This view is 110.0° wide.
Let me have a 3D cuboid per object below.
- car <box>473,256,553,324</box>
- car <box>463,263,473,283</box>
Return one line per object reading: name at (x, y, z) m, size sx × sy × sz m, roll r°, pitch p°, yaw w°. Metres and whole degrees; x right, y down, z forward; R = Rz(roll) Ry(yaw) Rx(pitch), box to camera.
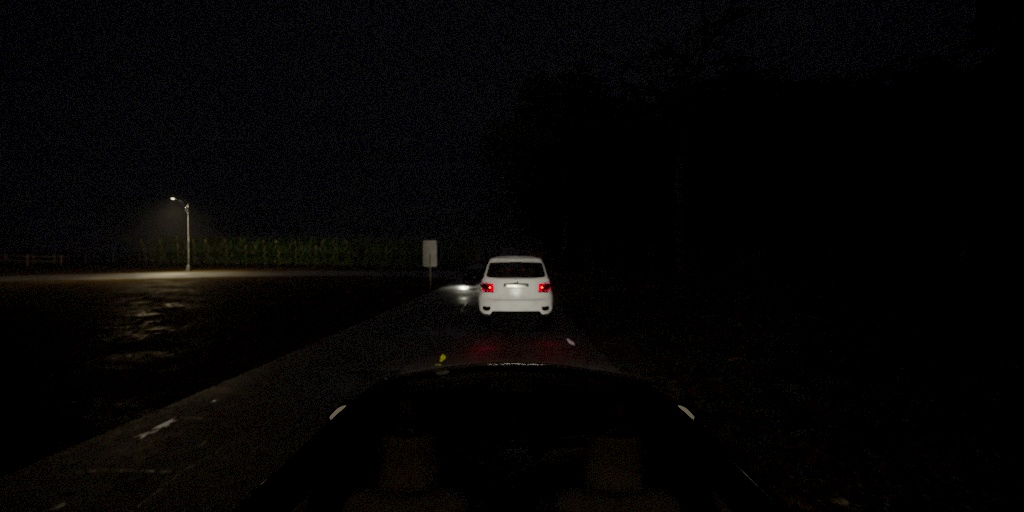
car at (0.107, 1.012, 12.351) m, size 2.150 × 2.045 × 5.566 m, roll 0°, pitch 0°, yaw 0°
car at (-2.736, 1.285, 28.661) m, size 1.882 × 1.535 × 5.008 m, roll 0°, pitch 0°, yaw 0°
